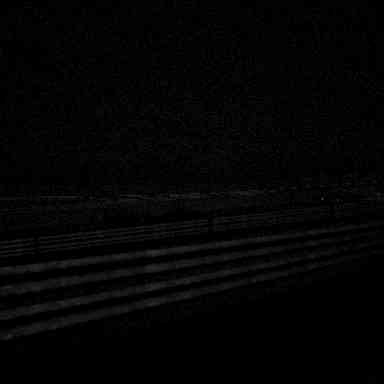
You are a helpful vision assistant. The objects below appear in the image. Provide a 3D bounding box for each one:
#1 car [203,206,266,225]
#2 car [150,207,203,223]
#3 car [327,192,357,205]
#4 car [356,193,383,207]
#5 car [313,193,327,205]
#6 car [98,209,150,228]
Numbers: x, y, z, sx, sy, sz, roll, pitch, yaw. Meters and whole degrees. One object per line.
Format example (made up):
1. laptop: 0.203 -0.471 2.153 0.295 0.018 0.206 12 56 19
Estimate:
1. car: 3.837 1.909 27.790 5.008 1.535 1.882 -4 2 -22
2. car: -0.806 2.111 29.684 5.008 1.535 1.882 -4 2 -22
3. car: 18.318 0.814 37.435 5.357 1.411 2.033 -4 2 -22
4. car: 19.635 0.826 34.193 4.674 1.442 1.812 -4 2 -22
5. car: 17.001 0.761 40.678 4.674 1.442 1.812 -4 2 -22
6. car: -6.286 2.388 31.240 4.902 1.511 2.128 -4 2 -22
